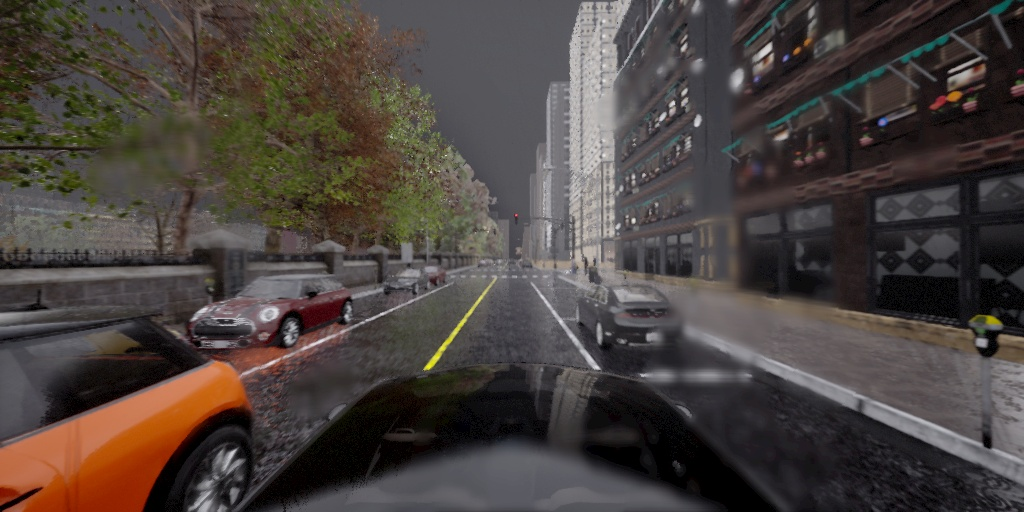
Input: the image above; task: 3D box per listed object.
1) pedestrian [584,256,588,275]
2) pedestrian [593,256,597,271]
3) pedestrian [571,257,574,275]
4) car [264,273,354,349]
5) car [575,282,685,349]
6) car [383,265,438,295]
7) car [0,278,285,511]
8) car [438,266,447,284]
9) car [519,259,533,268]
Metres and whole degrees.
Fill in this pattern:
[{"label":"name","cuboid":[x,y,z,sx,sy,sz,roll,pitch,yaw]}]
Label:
[{"label":"pedestrian","cuboid":[7.135,0.922,34.883,0.375,1.860,0.375,0,0,0]},{"label":"pedestrian","cuboid":[8.135,0.848,35.484,0.375,1.860,0.375,0,0,0]},{"label":"pedestrian","cuboid":[6.135,0.954,36.083,0.375,1.860,0.375,0,0,0]},{"label":"car","cuboid":[-5.691,1.204,8.990,1.967,1.591,4.097,0,0,0]},{"label":"car","cuboid":[2.689,1.314,8.992,2.007,1.370,4.403,0,0,0]},{"label":"car","cuboid":[-5.769,1.336,20.065,2.007,1.370,4.403,0,0,0]},{"label":"car","cuboid":[-3.100,1.101,0.928,2.097,1.767,4.553,0,0,0]},{"label":"car","cuboid":[-5.820,1.342,25.605,1.888,1.381,4.507,0,0,0]},{"label":"car","cuboid":[2.688,1.460,63.523,1.948,1.339,4.313,0,0,0]}]
